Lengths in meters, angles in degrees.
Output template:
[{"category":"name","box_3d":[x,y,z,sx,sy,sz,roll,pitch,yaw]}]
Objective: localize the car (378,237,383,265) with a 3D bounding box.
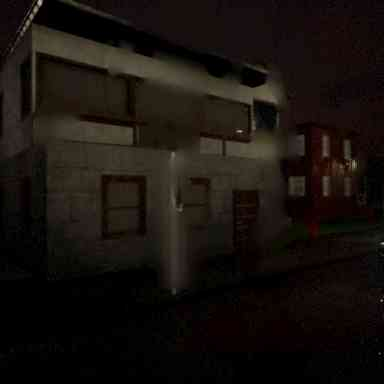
[{"category":"car","box_3d":[7.826,1.566,10.913,4.902,1.511,2.128,0,-1,-40]}]
